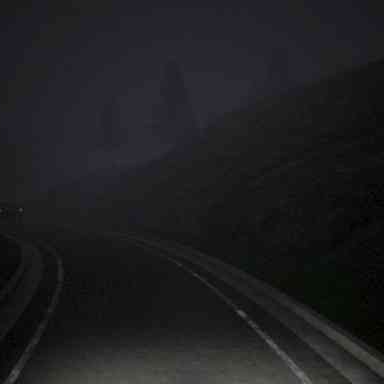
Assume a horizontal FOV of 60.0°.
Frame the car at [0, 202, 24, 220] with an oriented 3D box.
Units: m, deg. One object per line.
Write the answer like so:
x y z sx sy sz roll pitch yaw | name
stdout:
-16.847 1.643 30.019 2.097 1.767 4.553 0 0 -41 | car
